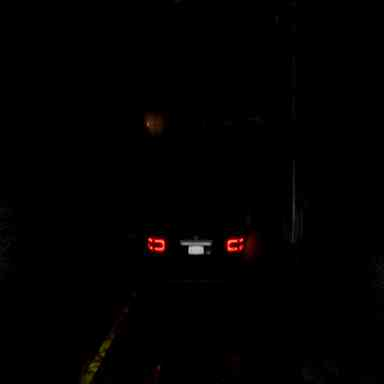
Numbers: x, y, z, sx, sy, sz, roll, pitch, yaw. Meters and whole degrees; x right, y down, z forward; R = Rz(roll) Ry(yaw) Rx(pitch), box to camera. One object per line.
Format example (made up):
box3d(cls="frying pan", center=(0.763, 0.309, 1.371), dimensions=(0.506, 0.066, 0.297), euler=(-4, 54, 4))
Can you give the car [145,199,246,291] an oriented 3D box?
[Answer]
box3d(cls="car", center=(0.079, 1.200, 9.064), dimensions=(2.150, 2.045, 5.566), euler=(0, 0, 0))
